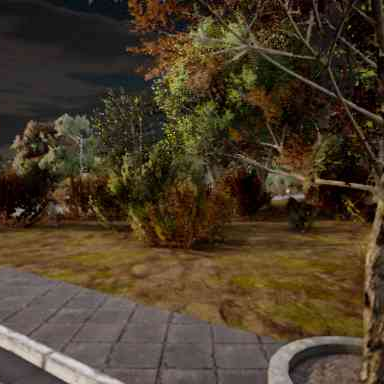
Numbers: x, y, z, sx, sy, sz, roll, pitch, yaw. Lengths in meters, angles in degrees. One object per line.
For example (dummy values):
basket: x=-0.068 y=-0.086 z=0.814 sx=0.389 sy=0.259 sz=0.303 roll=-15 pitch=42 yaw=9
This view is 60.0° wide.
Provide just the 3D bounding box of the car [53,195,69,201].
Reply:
car: x=-17.714 y=1.218 z=47.822 sx=1.882 sy=1.535 sz=5.008 roll=0 pitch=0 yaw=32
